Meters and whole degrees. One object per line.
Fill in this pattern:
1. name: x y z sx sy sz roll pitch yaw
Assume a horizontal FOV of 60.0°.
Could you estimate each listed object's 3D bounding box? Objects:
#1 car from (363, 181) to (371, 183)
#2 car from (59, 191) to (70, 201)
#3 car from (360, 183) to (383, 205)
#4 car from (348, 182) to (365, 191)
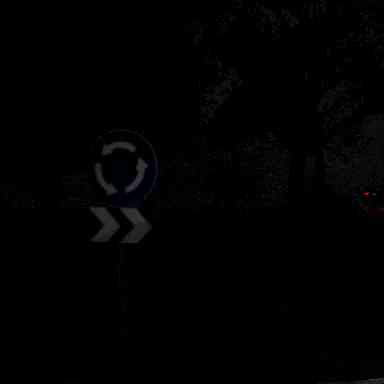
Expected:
1. car: 41.770 -1.336 82.201 2.163 1.488 4.792 1 3 42
2. car: -19.837 0.526 51.065 1.882 1.535 5.008 0 0 -17
3. car: 20.823 0.304 38.140 2.150 2.045 5.566 1 2 27
4. car: 38.205 -1.143 78.027 2.097 1.535 5.008 1 3 40
